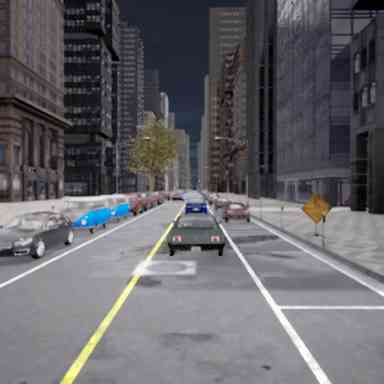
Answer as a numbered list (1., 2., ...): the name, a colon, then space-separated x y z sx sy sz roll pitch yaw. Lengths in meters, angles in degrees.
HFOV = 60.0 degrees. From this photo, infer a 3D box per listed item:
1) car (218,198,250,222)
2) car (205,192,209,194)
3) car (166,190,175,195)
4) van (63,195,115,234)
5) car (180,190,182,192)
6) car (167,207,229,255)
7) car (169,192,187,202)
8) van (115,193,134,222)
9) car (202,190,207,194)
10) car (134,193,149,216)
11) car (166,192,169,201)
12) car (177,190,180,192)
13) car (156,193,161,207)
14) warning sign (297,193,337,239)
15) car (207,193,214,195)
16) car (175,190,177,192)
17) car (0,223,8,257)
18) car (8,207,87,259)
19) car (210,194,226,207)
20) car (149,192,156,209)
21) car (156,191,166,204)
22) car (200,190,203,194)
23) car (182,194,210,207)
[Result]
1. car: 3.022 1.358 23.243 1.802 1.307 4.206 0 1 1
2. car: 3.340 1.032 51.797 1.752 1.417 4.829 0 1 1
3. car: -5.060 0.718 63.066 2.192 1.841 5.009 0 1 1
4. van: -5.566 1.171 17.652 1.690 1.788 3.998 0 1 1
5. car: -4.743 0.465 91.450 2.192 1.841 5.009 0 1 1
6. car: 0.180 1.478 12.632 1.895 1.301 4.718 0 1 1
7. car: -2.413 1.053 57.704 1.895 1.301 4.718 0 1 1
8. van: -5.503 1.117 23.329 1.690 1.788 3.998 0 1 1
9. car: 3.465 0.845 62.980 1.967 1.590 4.097 0 1 1
10. car: -5.440 1.037 29.006 2.192 1.841 5.009 0 1 1
11. car: -5.186 1.059 51.715 2.008 1.369 4.403 0 1 1
12. car: -4.806 0.782 85.776 1.802 1.307 4.206 0 1 1
13. car: -5.313 1.180 40.362 1.947 1.339 4.313 0 1 1
14. warning sign: 5.225 0.980 14.011 1.300 1.860 1.060 0 1 1
15. car: 3.275 1.144 45.951 1.802 1.307 4.206 0 1 1
16. car: -4.935 0.828 74.252 1.752 1.417 4.829 0 1 1
17. car: -5.693 1.378 6.299 1.967 1.590 4.097 0 1 1
18. car: -5.630 1.434 11.977 2.008 1.369 4.403 0 1 1
19. car: 3.148 1.219 34.596 2.008 1.369 4.403 0 1 1
20. car: -5.376 0.983 34.683 2.192 1.841 5.009 0 1 1
21. car: -5.250 0.876 46.036 2.192 1.841 5.009 0 1 1
22. car: 3.655 0.802 80.012 2.008 1.369 4.403 0 1 1
23. car: 0.383 1.195 29.431 1.882 1.535 5.008 0 1 1
